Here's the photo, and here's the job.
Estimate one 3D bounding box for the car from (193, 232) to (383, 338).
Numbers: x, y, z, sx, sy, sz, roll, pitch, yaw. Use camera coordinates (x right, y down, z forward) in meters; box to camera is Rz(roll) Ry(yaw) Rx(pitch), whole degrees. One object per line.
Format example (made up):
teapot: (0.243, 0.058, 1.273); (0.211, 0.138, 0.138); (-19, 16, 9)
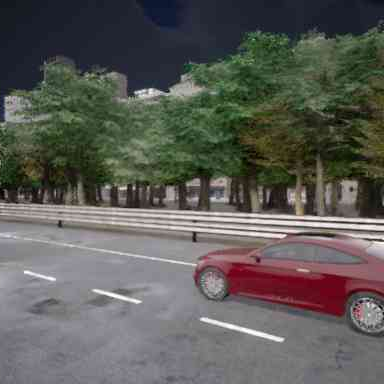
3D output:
car: (2.197, 1.528, 6.602); (4.674, 1.442, 1.812); (0, 0, 36)
